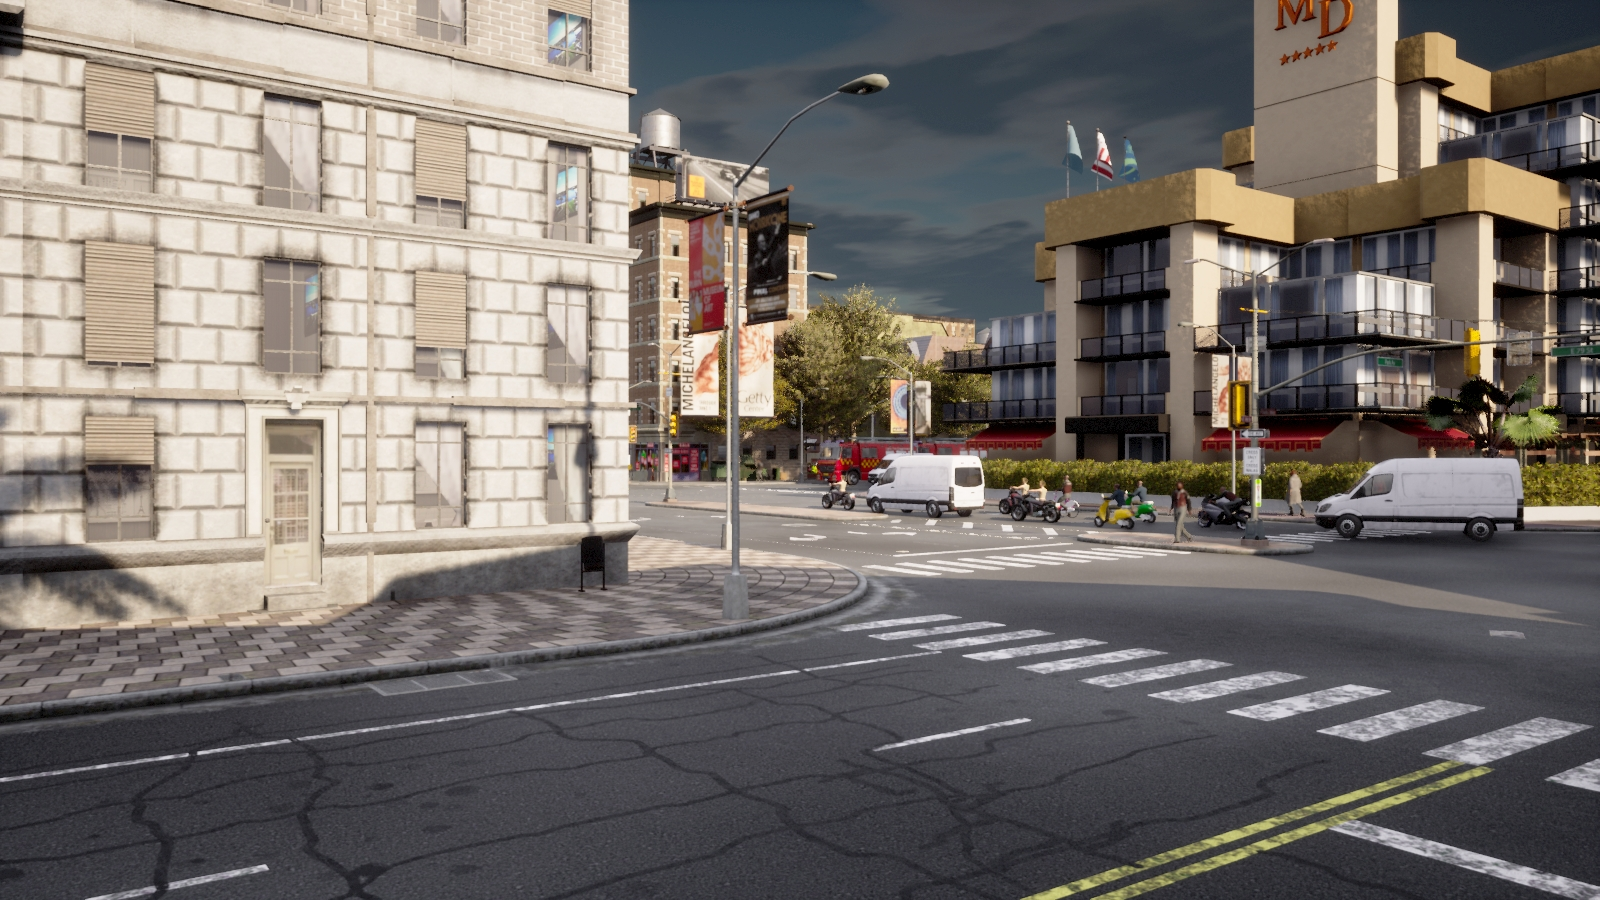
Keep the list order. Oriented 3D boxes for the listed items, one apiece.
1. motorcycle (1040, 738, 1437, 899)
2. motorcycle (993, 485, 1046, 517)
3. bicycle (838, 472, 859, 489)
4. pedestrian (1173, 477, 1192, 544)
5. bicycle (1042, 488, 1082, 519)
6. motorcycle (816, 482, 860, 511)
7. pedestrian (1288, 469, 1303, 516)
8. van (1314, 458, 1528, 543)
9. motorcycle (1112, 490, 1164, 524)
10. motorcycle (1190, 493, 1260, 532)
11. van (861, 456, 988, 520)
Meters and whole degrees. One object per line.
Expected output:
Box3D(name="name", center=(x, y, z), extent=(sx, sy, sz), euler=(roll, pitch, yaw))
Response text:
Box3D(name="motorcycle", center=(2.195, 2.213, 5.609), extent=(2.033, 1.145, 0.803), euler=(0, 0, -34))
Box3D(name="motorcycle", center=(9.399, 2.172, 48.966), extent=(0.764, 1.277, 2.356), euler=(0, 0, -34))
Box3D(name="bicycle", center=(3.502, 2.213, 82.606), extent=(1.835, 1.171, 0.329), euler=(0, 0, -43))
Box3D(name="pedestrian", center=(10.800, 1.707, 32.295), extent=(0.375, 1.860, 0.375), euler=(0, 0, -42))
Box3D(name="bicycle", center=(10.845, 2.212, 47.358), extent=(0.329, 1.171, 1.835), euler=(0, 0, -36))
Box3D(name="motorcycle", center=(1.790, 2.172, 53.776), extent=(0.764, 1.277, 2.356), euler=(0, 0, -37))
Box3D(name="pedestrian", center=(19.805, 1.698, 45.657), extent=(0.375, 1.860, 0.375), euler=(0, 0, -21))
Box3D(name="van", center=(19.809, 1.536, 36.792), extent=(5.915, 2.561, 1.988), euler=(0, 0, 25))
Box3D(name="motorcycle", center=(13.072, 2.184, 44.244), extent=(0.856, 1.236, 1.805), euler=(0, 0, -36))
Box3D(name="motorcycle", center=(15.187, 2.207, 40.835), extent=(0.867, 1.251, 2.209), euler=(0, 0, -39))
Box3D(name="van", center=(5.239, 1.536, 49.037), extent=(1.988, 2.561, 5.915), euler=(0, 0, -36))
